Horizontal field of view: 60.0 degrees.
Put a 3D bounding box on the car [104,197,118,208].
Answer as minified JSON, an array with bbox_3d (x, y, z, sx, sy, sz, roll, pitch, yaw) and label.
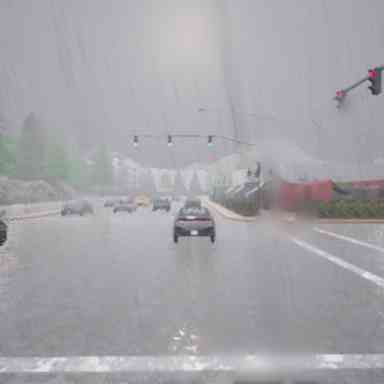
[{"bbox_3d":[-10.584,1.426,45.221,1.812,1.442,4.674,0,0,0],"label":"car"}]

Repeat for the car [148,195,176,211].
[{"bbox_3d":[-3.401,1.406,38.605,2.128,1.511,4.902,0,0,0],"label":"car"}]

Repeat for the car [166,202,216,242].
[{"bbox_3d":[0.098,1.443,16.012,2.128,1.511,4.902,0,0,0],"label":"car"}]

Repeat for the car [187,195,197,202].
[{"bbox_3d":[-0.004,1.393,72.396,1.994,1.385,4.181,0,0,0],"label":"car"}]

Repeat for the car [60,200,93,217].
[{"bbox_3d":[-10.620,1.457,31.091,1.812,1.442,4.674,0,0,1],"label":"car"}]

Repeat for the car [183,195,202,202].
[{"bbox_3d":[0.098,1.419,38.762,1.837,1.490,4.892,0,0,0],"label":"car"}]

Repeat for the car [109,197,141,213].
[{"bbox_3d":[-7.091,1.522,35.637,1.895,1.301,4.718,0,0,0],"label":"car"}]

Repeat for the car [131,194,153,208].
[{"bbox_3d":[-7.078,1.375,46.830,1.882,1.535,5.008,0,0,0],"label":"car"}]

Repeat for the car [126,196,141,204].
[{"bbox_3d":[-10.535,1.430,60.369,1.994,1.385,4.181,0,0,1],"label":"car"}]

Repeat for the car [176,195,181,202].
[{"bbox_3d":[-3.504,1.382,71.897,2.033,1.411,5.357,0,0,0],"label":"car"}]

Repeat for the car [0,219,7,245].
[{"bbox_3d":[-9.511,1.452,13.936,4.892,1.490,1.837,0,-2,38],"label":"car"}]
